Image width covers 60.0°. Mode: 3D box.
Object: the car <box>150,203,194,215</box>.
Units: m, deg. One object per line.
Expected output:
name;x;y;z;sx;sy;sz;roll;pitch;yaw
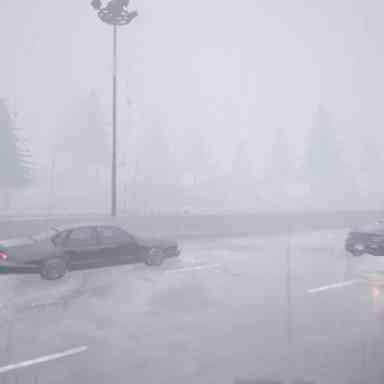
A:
car;-2.078;1.896;35.113;4.674;1.442;1.812;1;-1;-26

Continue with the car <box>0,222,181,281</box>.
car;-2.995;1.646;10.158;5.357;1.411;2.033;1;-1;-34

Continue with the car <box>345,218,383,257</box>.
car;7.676;1.685;12.243;4.674;1.442;1.812;0;-1;-27
